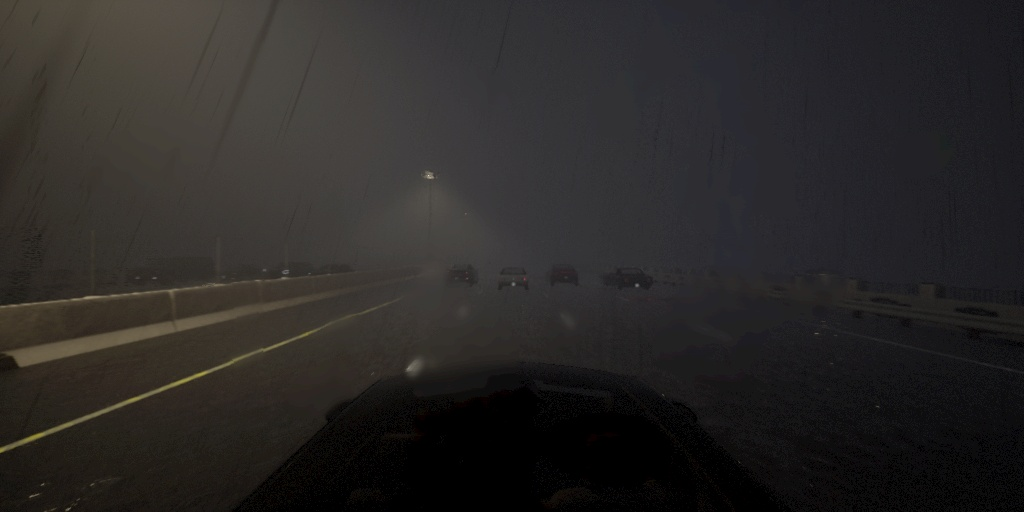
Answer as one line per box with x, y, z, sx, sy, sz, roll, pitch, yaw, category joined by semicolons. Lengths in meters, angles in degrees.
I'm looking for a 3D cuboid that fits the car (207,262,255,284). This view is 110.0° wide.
-21.099;1.408;28.294;1.994;1.385;4.181;0;-1;0;car

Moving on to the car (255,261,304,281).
-17.598;1.197;28.516;2.097;1.767;4.553;0;-1;0;car

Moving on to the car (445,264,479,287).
-3.418;1.307;25.160;2.128;1.511;4.902;0;0;0;car

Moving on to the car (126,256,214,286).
-24.601;1.044;26.324;2.150;2.045;5.566;0;0;1;car

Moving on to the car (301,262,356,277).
-14.101;1.350;28.346;1.837;1.490;4.892;0;-1;0;car

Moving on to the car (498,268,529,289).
0.083;1.403;23.332;1.895;1.301;4.718;0;0;0;car

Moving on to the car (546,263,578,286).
3.582;1.303;26.274;1.882;1.535;5.008;0;-1;0;car

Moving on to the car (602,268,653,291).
7.083;1.398;22.531;1.895;1.301;4.718;0;0;0;car
